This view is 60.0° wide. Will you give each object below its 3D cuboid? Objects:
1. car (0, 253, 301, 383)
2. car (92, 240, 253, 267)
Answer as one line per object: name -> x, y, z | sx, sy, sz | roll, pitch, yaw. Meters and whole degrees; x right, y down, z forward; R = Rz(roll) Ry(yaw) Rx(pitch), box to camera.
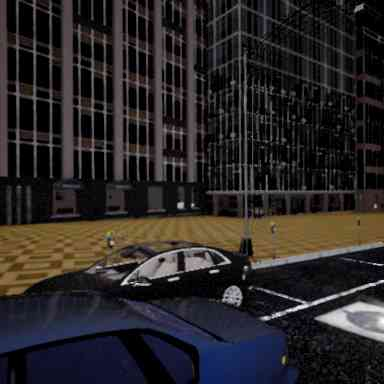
car -> -1.483, 1.564, 2.260 | 5.357, 1.411, 2.033 | 1, -1, -38
car -> -0.729, 1.621, 6.086 | 4.403, 1.369, 2.008 | 1, -2, -37
